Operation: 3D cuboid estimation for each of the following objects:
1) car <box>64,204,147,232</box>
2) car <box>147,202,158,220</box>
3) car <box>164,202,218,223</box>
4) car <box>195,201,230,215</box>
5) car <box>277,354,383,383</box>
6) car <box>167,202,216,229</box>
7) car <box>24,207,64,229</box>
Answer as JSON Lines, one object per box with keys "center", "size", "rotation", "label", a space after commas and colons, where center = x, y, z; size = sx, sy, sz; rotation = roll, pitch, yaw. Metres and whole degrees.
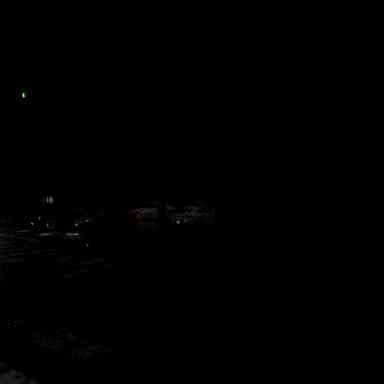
{"center": [-5.328, 1.632, 21.139], "size": [1.812, 1.442, 4.674], "rotation": [1, 0, 35], "label": "car"}
{"center": [-3.406, 1.653, 29.486], "size": [1.812, 1.442, 4.674], "rotation": [1, 0, 35], "label": "car"}
{"center": [0.023, 1.677, 28.706], "size": [2.128, 1.511, 4.902], "rotation": [1, 0, 35], "label": "car"}
{"center": [2.348, 1.777, 37.596], "size": [1.994, 1.385, 4.181], "rotation": [1, 0, 36], "label": "car"}
{"center": [2.408, 1.545, 1.243], "size": [4.507, 1.381, 1.887], "rotation": [0, 1, 35], "label": "car"}
{"center": [0.442, 1.725, 23.346], "size": [1.812, 1.442, 4.674], "rotation": [1, 0, 35], "label": "car"}
{"center": [-8.542, 1.652, 22.229], "size": [1.895, 1.301, 4.718], "rotation": [1, 0, 35], "label": "car"}
